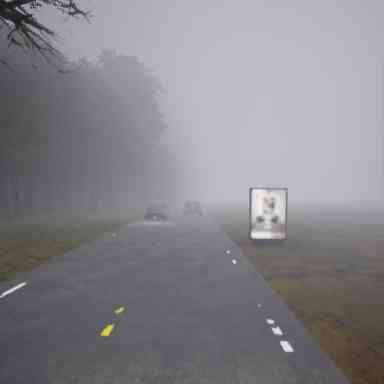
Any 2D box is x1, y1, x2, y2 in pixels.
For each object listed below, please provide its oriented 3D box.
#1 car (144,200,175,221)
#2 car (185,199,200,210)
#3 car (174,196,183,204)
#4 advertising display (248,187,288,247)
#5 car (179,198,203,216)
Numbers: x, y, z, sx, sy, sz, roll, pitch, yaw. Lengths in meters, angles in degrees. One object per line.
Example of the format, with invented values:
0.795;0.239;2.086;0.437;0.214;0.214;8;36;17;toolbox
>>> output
-2.847;1.604;28.179;2.033;1.411;5.357;0;0;0;car
0.053;1.691;46.185;1.994;1.385;4.181;0;0;0;car
-2.745;1.591;69.462;2.097;1.767;4.553;0;0;0;car
3.140;1.040;13.766;1.540;2.440;0.280;1;1;0;advertising display
0.079;1.621;32.907;2.033;1.411;5.357;0;0;0;car
